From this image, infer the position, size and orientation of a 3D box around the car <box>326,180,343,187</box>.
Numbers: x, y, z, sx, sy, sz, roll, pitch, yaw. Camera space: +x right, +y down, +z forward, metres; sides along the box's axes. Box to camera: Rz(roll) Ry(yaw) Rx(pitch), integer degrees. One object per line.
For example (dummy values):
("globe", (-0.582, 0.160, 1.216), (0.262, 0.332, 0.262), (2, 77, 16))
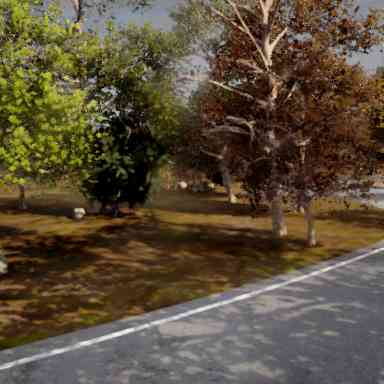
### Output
("car", (17.680, -0.817, 40.273), (1.895, 1.301, 4.718), (-6, 4, -23))

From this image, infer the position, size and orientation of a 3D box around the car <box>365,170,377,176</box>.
("car", (34.174, -3.769, 65.933), (4.892, 1.490, 1.837), (-4, 3, -1))
